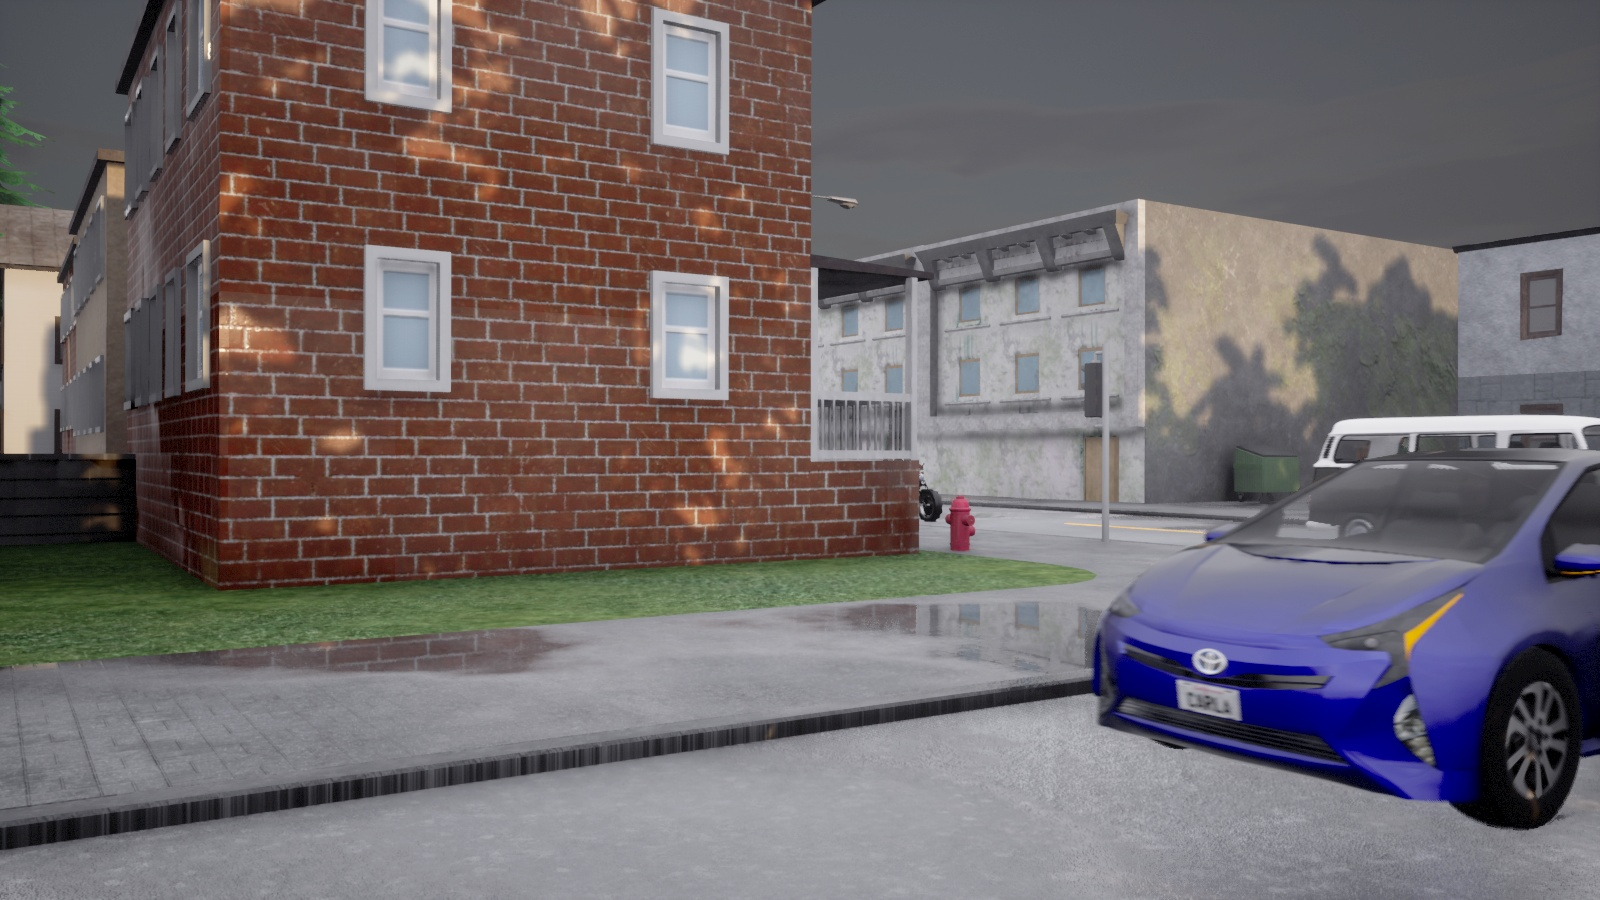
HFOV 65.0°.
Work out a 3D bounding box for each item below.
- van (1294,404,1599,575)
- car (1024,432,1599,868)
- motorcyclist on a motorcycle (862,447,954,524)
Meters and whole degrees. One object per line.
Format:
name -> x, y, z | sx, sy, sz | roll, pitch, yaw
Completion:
van -> 9.381, 0.494, 17.225 | 2.069, 2.038, 4.480 | 0, -1, -32
car -> 3.520, 0.700, 6.474 | 4.514, 1.525, 2.007 | 0, 0, -34
motorcyclist on a motorcycle -> 2.383, 0.759, 28.075 | 0.766, 1.649, 2.350 | 0, 0, -33
